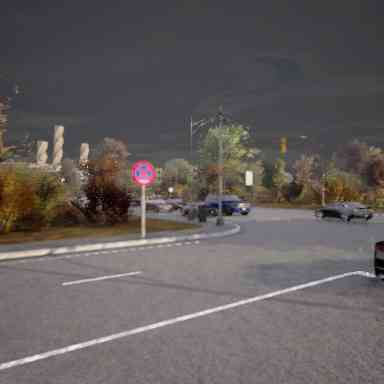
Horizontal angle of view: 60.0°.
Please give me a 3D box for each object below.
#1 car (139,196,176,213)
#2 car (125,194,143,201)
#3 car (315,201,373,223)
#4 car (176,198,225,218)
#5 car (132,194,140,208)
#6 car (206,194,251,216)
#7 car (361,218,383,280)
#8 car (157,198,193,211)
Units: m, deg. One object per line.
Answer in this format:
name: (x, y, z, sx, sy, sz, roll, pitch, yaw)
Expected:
car: (-3.821, 1.499, 37.083, 1.812, 1.442, 4.674, 0, 0, -32)
car: (-12.151, 1.166, 69.453, 1.895, 1.301, 4.718, 0, 1, -37)
car: (11.437, 1.461, 25.423, 2.128, 1.511, 4.902, 0, 0, -15)
car: (0.687, 1.542, 29.946, 1.994, 1.385, 4.181, 0, 0, -32)
car: (-9.155, 1.413, 45.552, 2.128, 1.511, 4.902, 0, 1, -32)
car: (3.295, 1.194, 32.409, 2.150, 2.045, 5.566, 0, 0, -31)
car: (6.570, 1.464, 8.430, 5.008, 1.535, 1.882, 0, 0, -35)
car: (-2.194, 1.509, 41.065, 2.033, 1.411, 5.357, 0, 0, -33)
